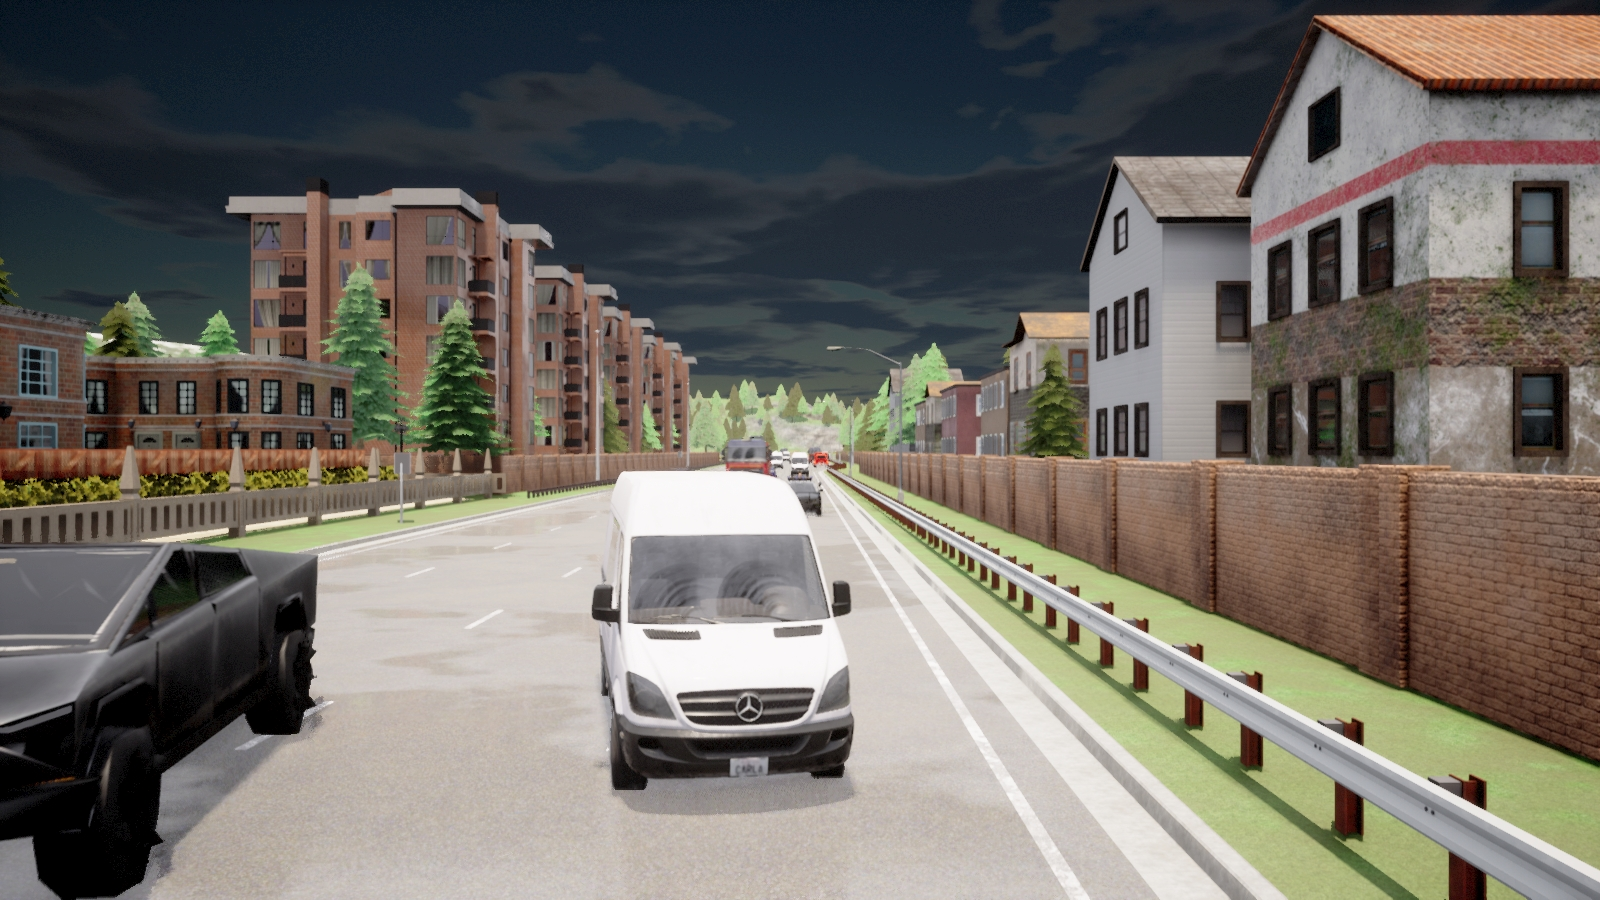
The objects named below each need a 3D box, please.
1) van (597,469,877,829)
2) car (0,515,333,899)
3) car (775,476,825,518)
[{"bbox_3d":[-0.972,1.539,11.606,1.988,2.561,5.915,0,0,-11],"label":"van"},{"bbox_3d":[-5.737,1.759,9.209,2.390,2.098,6.274,0,0,-10],"label":"car"},{"bbox_3d":[-0.002,2.006,50.040,2.097,1.638,5.238,0,0,0],"label":"car"}]
